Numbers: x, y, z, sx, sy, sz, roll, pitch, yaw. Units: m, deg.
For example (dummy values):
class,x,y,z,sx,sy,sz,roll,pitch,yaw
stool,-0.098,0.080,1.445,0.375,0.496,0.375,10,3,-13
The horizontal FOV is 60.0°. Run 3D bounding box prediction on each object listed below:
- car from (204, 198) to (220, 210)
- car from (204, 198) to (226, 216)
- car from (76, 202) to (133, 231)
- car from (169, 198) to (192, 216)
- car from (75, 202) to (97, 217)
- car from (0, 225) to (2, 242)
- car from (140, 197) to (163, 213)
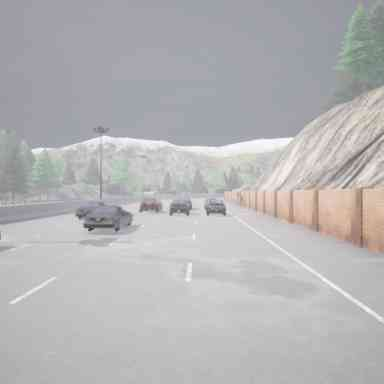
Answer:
class,x,y,z,sx,sy,sz,roll,pitch,yaw
car,2.550,1.526,43.266,1.812,1.442,4.674,0,0,1
car,2.312,1.492,32.820,2.128,1.511,4.902,0,0,1
car,-4.974,1.547,20.372,2.033,1.411,5.357,0,0,1
car,-1.184,1.505,33.046,1.837,1.490,4.892,0,0,1
car,-8.290,1.548,28.518,2.033,1.411,5.357,0,0,1
car,-8.682,1.477,11.520,1.882,1.535,5.008,0,0,1
car,-4.574,1.352,37.834,2.097,1.767,4.553,0,0,1
